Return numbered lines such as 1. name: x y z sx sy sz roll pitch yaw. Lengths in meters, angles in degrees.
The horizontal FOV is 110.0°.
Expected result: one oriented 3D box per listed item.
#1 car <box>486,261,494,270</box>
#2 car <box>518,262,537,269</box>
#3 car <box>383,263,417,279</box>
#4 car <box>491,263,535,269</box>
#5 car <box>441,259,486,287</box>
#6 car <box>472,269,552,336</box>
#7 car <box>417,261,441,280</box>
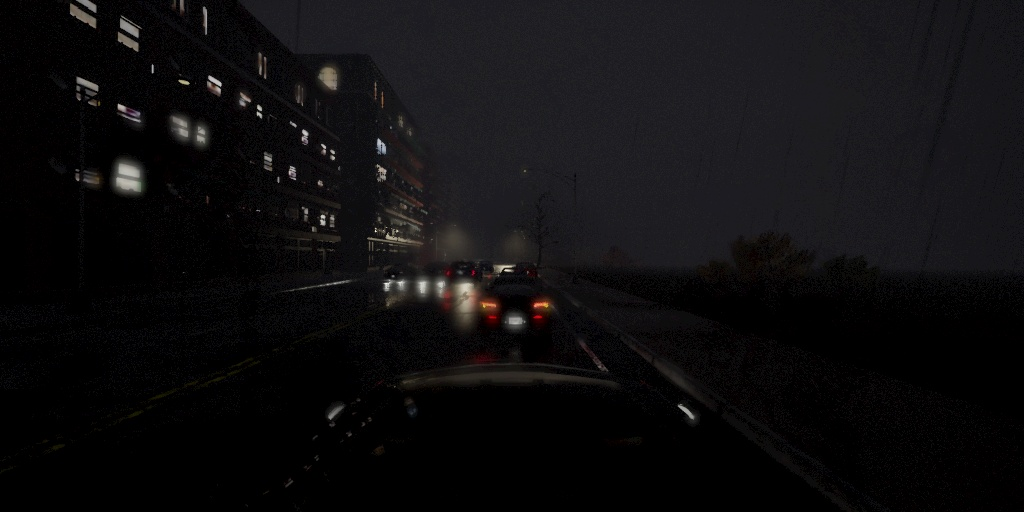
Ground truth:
1. car: -3.237 1.279 43.898 1.812 1.442 4.674 0 0 0
2. car: 1.079 1.232 29.977 1.882 1.535 5.008 0 0 0
3. car: -9.912 1.301 32.534 2.033 1.411 5.357 0 0 0
4. car: 0.062 1.317 20.449 1.994 1.385 4.181 0 0 0
5. car: -3.199 1.106 24.518 2.097 1.767 4.553 0 0 0
6. car: 0.074 1.277 10.282 1.812 1.442 4.674 0 0 0
7. car: -6.664 1.231 31.979 1.882 1.535 5.008 0 0 0
